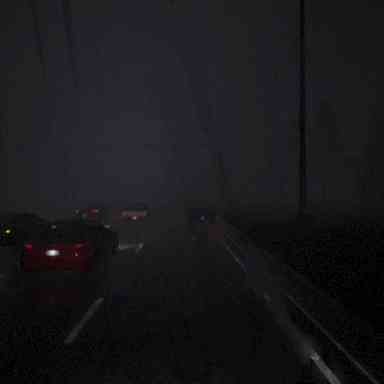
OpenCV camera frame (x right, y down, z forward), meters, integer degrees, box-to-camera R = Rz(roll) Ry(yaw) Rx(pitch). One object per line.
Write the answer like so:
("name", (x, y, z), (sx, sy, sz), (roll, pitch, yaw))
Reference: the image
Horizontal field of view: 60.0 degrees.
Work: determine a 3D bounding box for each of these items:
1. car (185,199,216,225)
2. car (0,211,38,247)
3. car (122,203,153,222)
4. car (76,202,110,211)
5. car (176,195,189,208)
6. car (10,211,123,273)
("car", (0.601, 1.448, 23.284), (1.812, 1.442, 4.674), (0, 0, -2))
("car", (-7.276, 1.513, 13.718), (1.812, 1.442, 4.674), (0, 0, -1))
("car", (-4.093, 1.536, 25.667), (1.895, 1.301, 4.718), (0, 0, -2))
("car", (-7.596, 1.476, 25.704), (1.812, 1.442, 4.674), (0, 0, -2))
("car", (-1.234, 1.460, 45.292), (1.895, 1.301, 4.718), (0, 0, -1))
("car", (-3.680, 1.546, 10.672), (1.994, 1.385, 4.181), (0, 0, -1))
